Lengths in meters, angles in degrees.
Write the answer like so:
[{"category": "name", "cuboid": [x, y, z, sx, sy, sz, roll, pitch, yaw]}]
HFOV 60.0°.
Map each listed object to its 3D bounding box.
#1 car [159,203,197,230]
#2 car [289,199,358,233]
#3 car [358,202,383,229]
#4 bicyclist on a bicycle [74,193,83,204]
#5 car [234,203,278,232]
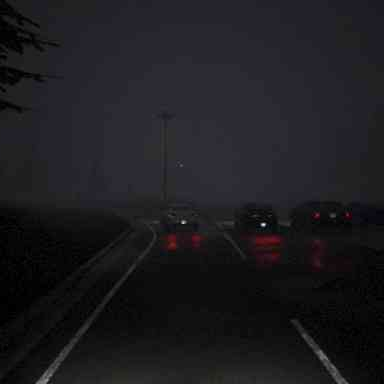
[{"category": "car", "cuboid": [-0.895, 1.386, 20.113, 1.812, 1.442, 4.674, 0, 0, -11]}, {"category": "car", "cuboid": [7.099, 1.221, 18.852, 2.097, 1.767, 4.553, 0, 0, 0]}, {"category": "car", "cuboid": [10.599, 1.334, 20.686, 1.882, 1.535, 5.008, 0, 0, 0]}, {"category": "bicyclist on a bicycle", "cuboid": [-16.697, 0.964, 48.839, 0.582, 1.620, 1.656, 0, 1, 30]}, {"category": "car", "cuboid": [3.600, 1.372, 19.179, 1.837, 1.490, 4.892, 0, 0, 0]}]
